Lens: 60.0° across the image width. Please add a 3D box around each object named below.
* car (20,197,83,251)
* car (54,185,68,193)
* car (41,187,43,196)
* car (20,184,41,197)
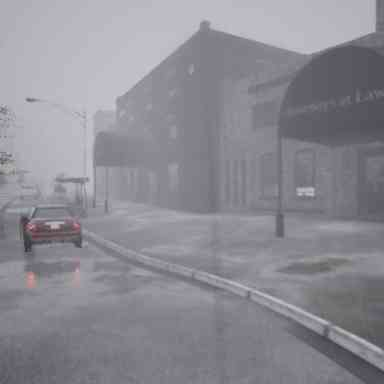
[{"bbox_3d":[-6.154,1.281,14.303,2.097,1.767,4.553,0,1,-29],"label":"car"},{"bbox_3d":[-30.278,-0.460,76.002,2.097,1.535,5.008,0,1,-17],"label":"car"},{"bbox_3d":[-27.052,-0.325,57.091,2.150,2.045,5.566,0,1,-20],"label":"car"},{"bbox_3d":[-23.025,-0.033,47.117,2.150,2.045,5.566,0,2,-22],"label":"car"}]
